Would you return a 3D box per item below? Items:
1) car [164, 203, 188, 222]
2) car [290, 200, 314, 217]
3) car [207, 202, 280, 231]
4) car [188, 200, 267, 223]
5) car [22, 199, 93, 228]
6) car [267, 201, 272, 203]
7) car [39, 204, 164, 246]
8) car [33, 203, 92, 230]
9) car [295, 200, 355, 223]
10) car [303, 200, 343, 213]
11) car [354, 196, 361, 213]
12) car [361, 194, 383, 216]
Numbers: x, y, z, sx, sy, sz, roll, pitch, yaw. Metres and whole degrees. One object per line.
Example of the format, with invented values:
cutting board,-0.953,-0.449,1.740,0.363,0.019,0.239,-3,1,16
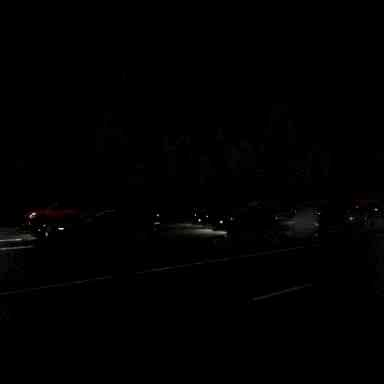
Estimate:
car,-0.936,1.564,26.067,4.181,1.385,1.994,0,0,-36
car,10.944,1.505,30.208,4.892,1.490,1.837,0,0,-35
car,3.318,1.564,20.501,4.181,1.385,1.994,0,0,-35
car,2.686,1.547,24.353,5.357,1.411,2.033,0,0,-36
car,-8.122,1.351,20.932,4.553,1.767,2.097,0,0,-35
car,6.219,1.526,31.146,4.674,1.442,1.812,0,0,-35
car,-4.044,1.492,15.242,4.902,1.511,2.128,0,0,-36
car,-5.608,1.548,18.471,5.357,1.411,2.033,0,0,-35
car,10.175,1.564,25.383,4.181,1.385,1.994,0,0,-35
car,14.623,1.601,37.074,4.718,1.301,1.895,0,0,-36
car,19.435,1.221,36.197,5.566,2.045,2.150,0,0,-35
car,18.745,1.221,31.418,5.566,2.045,2.150,0,0,-36
